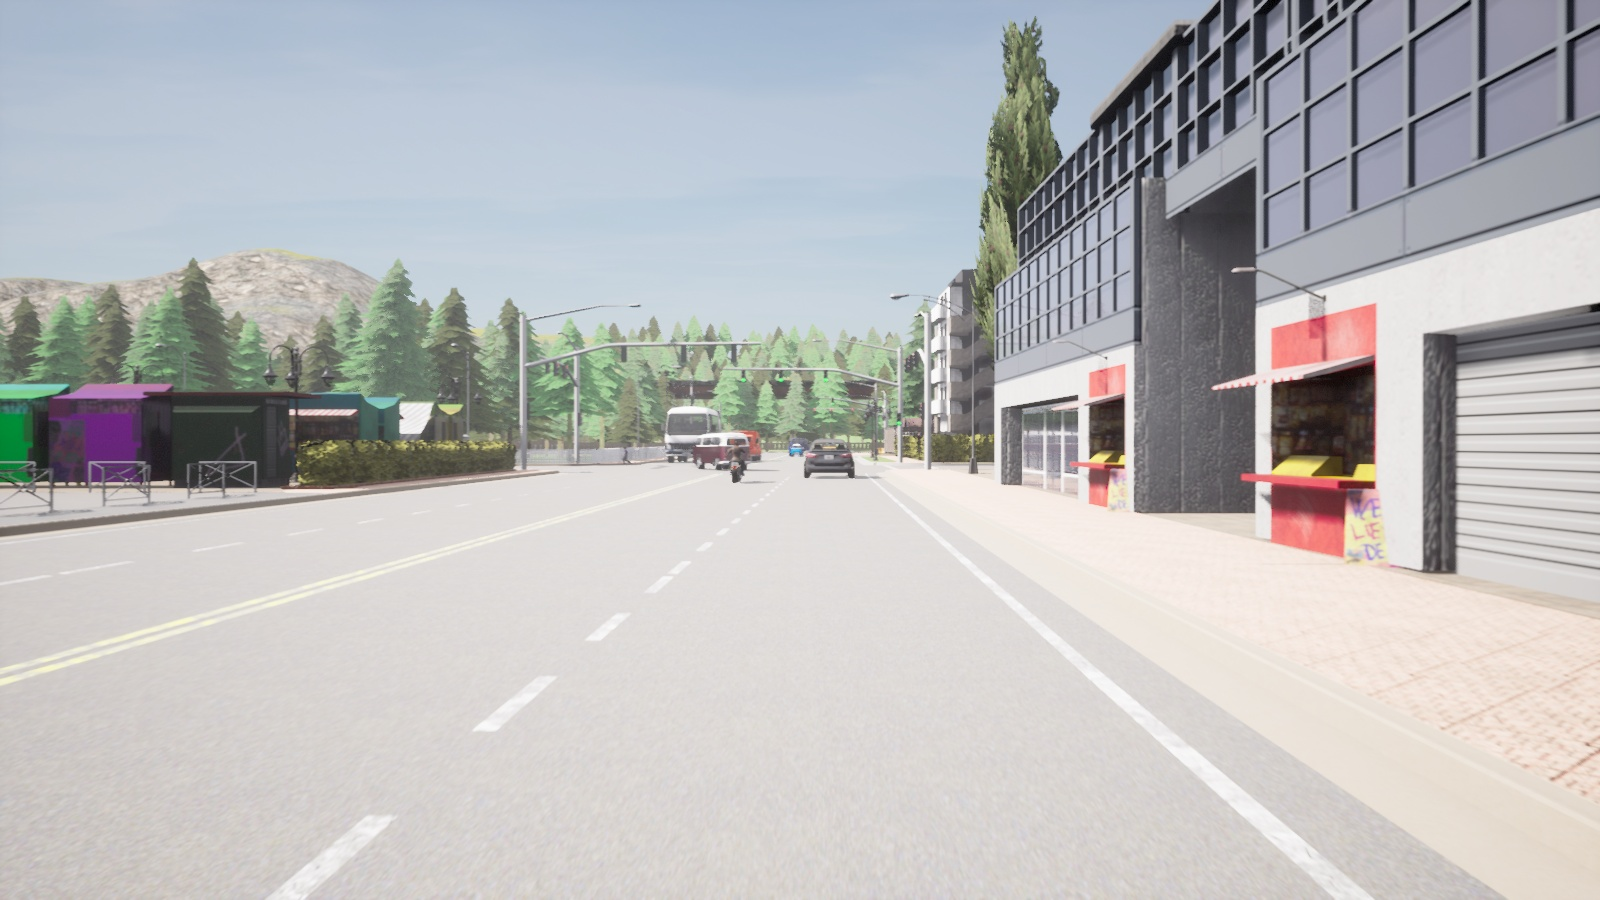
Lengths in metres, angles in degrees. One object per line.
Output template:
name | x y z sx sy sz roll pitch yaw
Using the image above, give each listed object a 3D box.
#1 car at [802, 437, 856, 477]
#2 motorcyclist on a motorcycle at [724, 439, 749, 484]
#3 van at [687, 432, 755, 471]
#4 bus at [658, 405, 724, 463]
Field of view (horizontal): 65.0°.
car | 1.264 0.282 54.985 2.242 1.667 4.611 0 0 1
motorcyclist on a motorcycle | -2.410 0.426 47.740 0.766 1.649 2.350 0 0 1
van | -4.380 0.079 68.677 2.069 2.038 4.480 0 0 -27
bus | -8.243 -1.181 96.487 3.944 4.253 10.273 0 0 1
